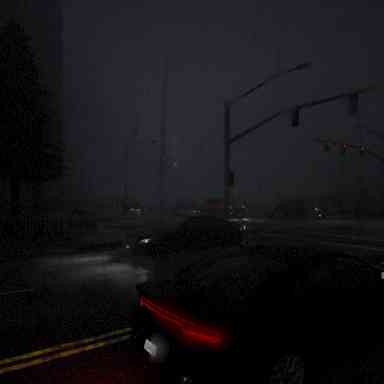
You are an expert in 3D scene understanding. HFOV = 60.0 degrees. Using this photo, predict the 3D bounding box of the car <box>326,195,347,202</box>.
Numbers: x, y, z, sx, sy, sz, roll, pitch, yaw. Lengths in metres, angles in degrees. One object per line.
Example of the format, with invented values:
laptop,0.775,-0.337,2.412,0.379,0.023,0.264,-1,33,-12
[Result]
car,32.395,1.364,74.704,1.784,1.438,3.905,0,0,-35

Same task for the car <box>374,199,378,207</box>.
car,24.205,1.156,47.406,1.905,1.878,3.866,0,0,-35

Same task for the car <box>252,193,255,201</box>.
car,12.227,1.395,78.856,1.970,1.475,3.806,0,0,-35

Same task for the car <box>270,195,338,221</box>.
car,9.152,1.352,27.507,2.097,1.767,4.553,0,0,-38

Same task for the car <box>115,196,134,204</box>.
car,-13.164,1.504,64.617,1.837,1.490,4.892,0,0,-36

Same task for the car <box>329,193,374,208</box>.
car,21.815,1.153,45.773,1.932,1.855,4.605,0,0,-35

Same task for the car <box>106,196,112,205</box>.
car,-13.541,1.478,58.935,1.882,1.535,5.008,0,0,-35

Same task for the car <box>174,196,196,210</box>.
car,-0.409,1.564,40.476,1.994,1.385,4.181,0,0,-36

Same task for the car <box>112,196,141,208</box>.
car,-8.928,1.352,46.369,2.097,1.767,4.553,0,0,-36

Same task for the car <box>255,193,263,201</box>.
car,14.586,1.364,80.534,1.784,1.438,3.905,0,0,-35

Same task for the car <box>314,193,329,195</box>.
car,29.998,1.153,73.077,1.932,1.855,4.605,0,0,-35

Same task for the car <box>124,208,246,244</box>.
car,-0.174,1.526,12.246,4.674,1.442,1.812,0,0,-34

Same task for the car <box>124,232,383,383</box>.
car,1.587,1.478,4.927,5.008,1.535,1.882,0,0,-35

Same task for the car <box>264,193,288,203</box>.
car,16.283,1.395,63.207,1.970,1.475,3.806,0,0,-35

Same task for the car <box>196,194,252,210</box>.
car,2.777,1.353,30.023,2.097,1.767,4.553,0,0,-36
